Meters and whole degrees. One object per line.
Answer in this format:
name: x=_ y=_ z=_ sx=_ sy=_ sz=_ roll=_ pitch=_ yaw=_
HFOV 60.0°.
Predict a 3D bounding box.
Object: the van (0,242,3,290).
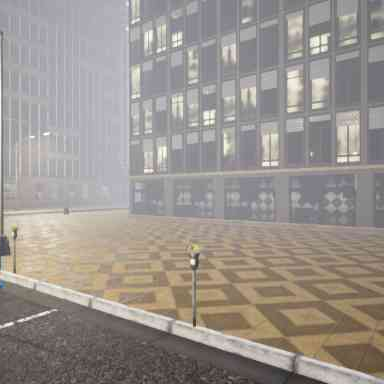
van: x=-5.649 y=1.337 z=7.020 sx=3.998 sy=1.788 sz=1.690 roll=0 pitch=0 yaw=36
